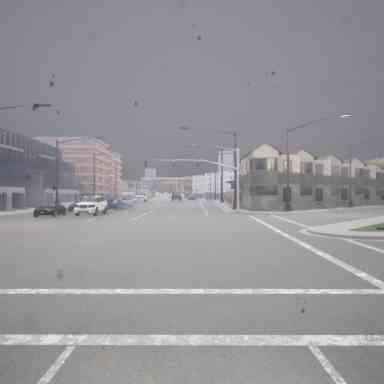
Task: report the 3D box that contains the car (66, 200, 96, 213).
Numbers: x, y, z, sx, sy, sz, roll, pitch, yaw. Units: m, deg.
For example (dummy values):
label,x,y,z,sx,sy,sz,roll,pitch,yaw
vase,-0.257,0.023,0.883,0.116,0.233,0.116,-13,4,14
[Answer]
label,x,y,z,sx,sy,sz,roll,pitch,yaw
car,-14.131,1.762,42.543,2.033,1.411,5.357,0,0,0

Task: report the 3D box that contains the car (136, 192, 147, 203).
label,x,y,z,sx,sy,sz,roll,pitch,yaw
car,-10.553,1.077,68.583,2.150,2.045,5.566,0,0,0

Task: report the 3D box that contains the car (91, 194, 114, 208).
label,x,y,z,sx,sy,sz,roll,pitch,yaw
car,-14.131,1.339,52.750,2.150,2.045,5.566,0,1,0

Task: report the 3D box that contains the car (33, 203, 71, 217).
label,x,y,z,sx,sy,sz,roll,pitch,yaw
car,-14.125,1.750,33.308,1.994,1.385,4.181,0,0,0

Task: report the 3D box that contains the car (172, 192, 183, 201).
label,x,y,z,sx,sy,sz,roll,pitch,yaw
car,-3.557,1.049,77.078,2.150,2.045,5.566,0,0,0

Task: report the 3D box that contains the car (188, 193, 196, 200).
label,x,y,z,sx,sy,sz,roll,pitch,yaw
car,-0.066,1.137,87.751,2.097,1.767,4.553,0,-2,0

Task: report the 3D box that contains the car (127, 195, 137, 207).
label,x,y,z,sx,sy,sz,roll,pitch,yaw
car,-10.631,1.624,54.136,1.812,1.442,4.674,0,1,0

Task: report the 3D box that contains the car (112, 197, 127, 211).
label,x,y,z,sx,sy,sz,roll,pitch,yaw
car,-10.631,1.675,45.052,1.882,1.535,5.008,0,0,0

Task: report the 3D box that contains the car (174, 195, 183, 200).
label,x,y,z,sx,sy,sz,roll,pitch,yaw
car,-3.566,1.477,87.771,2.128,1.511,4.902,0,-2,0

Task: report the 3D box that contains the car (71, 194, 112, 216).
label,x,y,z,sx,sy,sz,roll,pitch,yaw
car,-10.625,1.417,35.315,2.150,2.045,5.566,0,0,1

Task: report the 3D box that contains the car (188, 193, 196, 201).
label,x,y,z,sx,sy,sz,roll,pitch,yaw
car,-0.058,1.418,77.792,1.895,1.301,4.718,0,-1,0
